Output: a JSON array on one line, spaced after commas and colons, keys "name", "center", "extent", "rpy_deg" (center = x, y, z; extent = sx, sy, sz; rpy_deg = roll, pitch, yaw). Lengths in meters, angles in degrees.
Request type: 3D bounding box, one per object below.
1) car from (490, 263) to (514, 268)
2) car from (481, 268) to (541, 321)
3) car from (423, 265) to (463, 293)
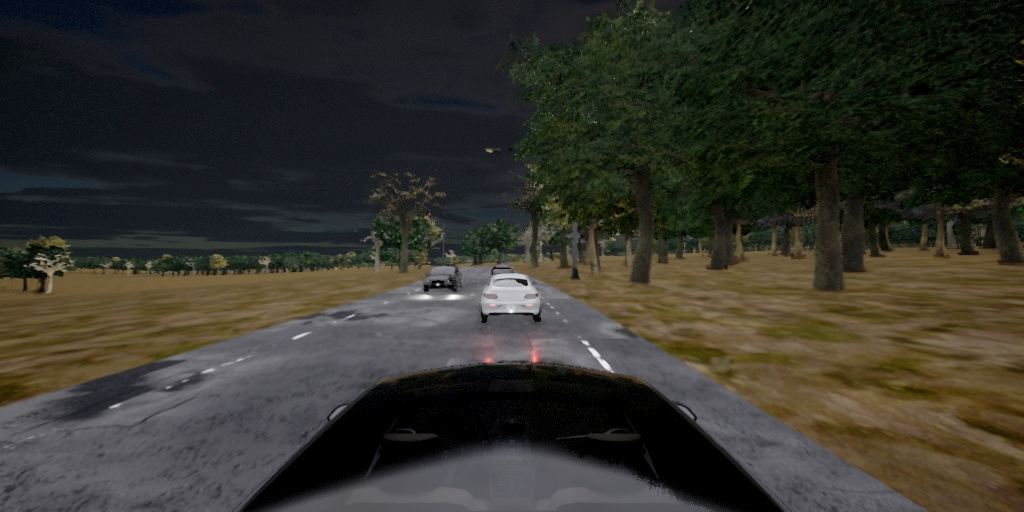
[{"name": "car", "center": [-0.867, 1.333, 30.934], "extent": [2.128, 1.511, 4.902], "rpy_deg": [0, 0, -4]}, {"name": "car", "center": [-0.080, 1.294, 12.355], "extent": [1.812, 1.442, 4.674], "rpy_deg": [0, 0, -1]}, {"name": "car", "center": [-4.033, 1.302, 21.519], "extent": [1.837, 1.490, 4.892], "rpy_deg": [0, -1, -2]}]
